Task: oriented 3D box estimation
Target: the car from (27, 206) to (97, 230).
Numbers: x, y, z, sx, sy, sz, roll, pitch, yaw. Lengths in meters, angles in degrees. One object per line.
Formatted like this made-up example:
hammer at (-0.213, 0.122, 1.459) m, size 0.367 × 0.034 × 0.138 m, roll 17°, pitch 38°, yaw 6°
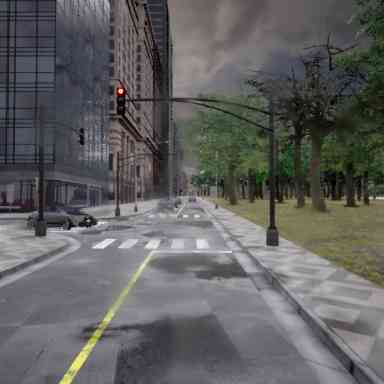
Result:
car at (-7.888, 1.531, 20.221) m, size 4.181 × 1.385 × 1.994 m, roll 0°, pitch -2°, yaw 22°

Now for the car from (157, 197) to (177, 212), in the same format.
car at (-3.082, 1.627, 39.411) m, size 2.033 × 1.411 × 5.357 m, roll 0°, pitch 0°, yaw -4°

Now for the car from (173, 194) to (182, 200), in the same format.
car at (-2.990, 1.675, 62.312) m, size 1.837 × 1.490 × 4.892 m, roll 0°, pitch 0°, yaw 0°

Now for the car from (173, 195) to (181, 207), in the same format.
car at (-3.040, 1.624, 49.544) m, size 1.837 × 1.490 × 4.892 m, roll 0°, pitch 0°, yaw 0°

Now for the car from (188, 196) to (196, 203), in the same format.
car at (0.091, 1.774, 79.422) m, size 2.128 × 1.511 × 4.902 m, roll 0°, pitch 0°, yaw 0°
